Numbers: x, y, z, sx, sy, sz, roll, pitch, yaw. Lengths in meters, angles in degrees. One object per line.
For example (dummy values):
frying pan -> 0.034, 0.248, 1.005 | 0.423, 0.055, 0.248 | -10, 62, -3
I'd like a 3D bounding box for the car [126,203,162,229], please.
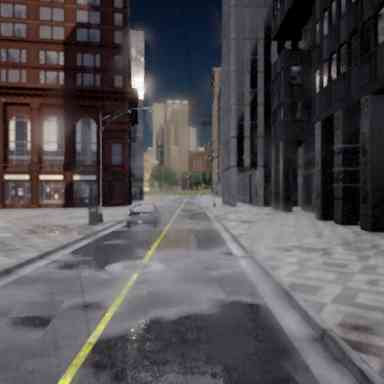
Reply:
car -> -3.014, 1.477, 21.583 | 1.812, 1.442, 4.674 | 0, 0, 0
